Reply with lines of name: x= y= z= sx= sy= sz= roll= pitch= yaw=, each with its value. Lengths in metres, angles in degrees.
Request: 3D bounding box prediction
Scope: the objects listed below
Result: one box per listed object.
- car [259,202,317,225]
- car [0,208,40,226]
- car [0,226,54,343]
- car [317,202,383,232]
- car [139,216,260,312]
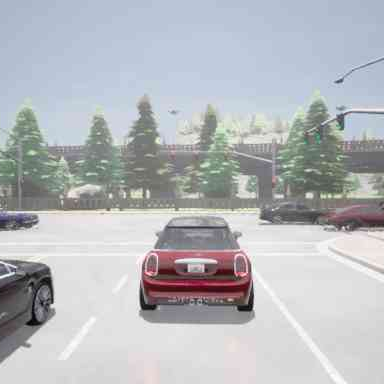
car: x=7.028 y=1.448 z=22.629 sx=4.892 sy=1.490 sz=1.837 roll=0 pitch=0 yaw=1
car: x=-11.510 y=1.579 z=19.389 sx=4.718 sy=1.301 sz=1.895 roll=0 pitch=0 yaw=1
car: x=-3.432 y=1.491 z=4.172 sx=2.128 sy=1.511 sz=4.902 roll=0 pitch=0 yaw=0
car: x=10.015 y=1.469 z=19.086 sx=4.674 sy=1.442 sz=1.812 roll=0 pitch=0 yaw=1
car: x=0.149 y=1.352 z=7.922 sx=2.097 sy=1.767 sz=4.553 roll=0 pitch=0 yaw=2
